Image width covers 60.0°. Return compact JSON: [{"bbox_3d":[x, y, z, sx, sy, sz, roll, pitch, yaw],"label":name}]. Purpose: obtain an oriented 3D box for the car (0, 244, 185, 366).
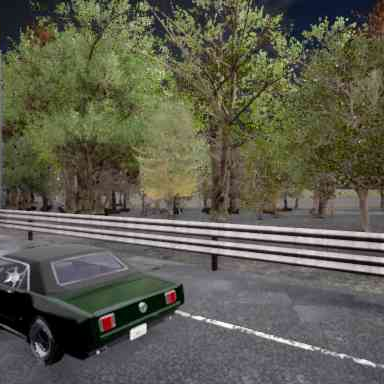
[{"bbox_3d":[-2.525,1.606,5.811,4.718,1.301,1.895,0,0,36],"label":"car"}]
